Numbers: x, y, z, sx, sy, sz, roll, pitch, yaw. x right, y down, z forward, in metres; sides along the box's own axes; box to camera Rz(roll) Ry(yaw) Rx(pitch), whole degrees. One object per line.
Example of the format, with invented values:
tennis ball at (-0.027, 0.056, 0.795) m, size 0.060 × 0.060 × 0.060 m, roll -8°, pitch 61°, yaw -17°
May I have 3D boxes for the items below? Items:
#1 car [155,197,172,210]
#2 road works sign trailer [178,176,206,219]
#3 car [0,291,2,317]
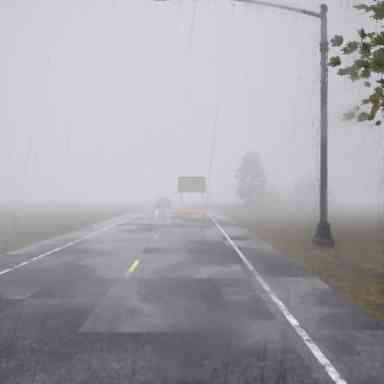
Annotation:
car at (-3.588, 1.473, 42.724) m, size 1.837 × 1.490 × 4.892 m, roll 0°, pitch 0°, yaw 0°
road works sign trailer at (-0.001, 0.440, 28.451) m, size 2.380 × 3.560 × 2.880 m, roll 0°, pitch 0°, yaw 0°
car at (-3.600, 1.219, 2.146) m, size 2.150 × 2.045 × 5.566 m, roll 0°, pitch 0°, yaw 0°
